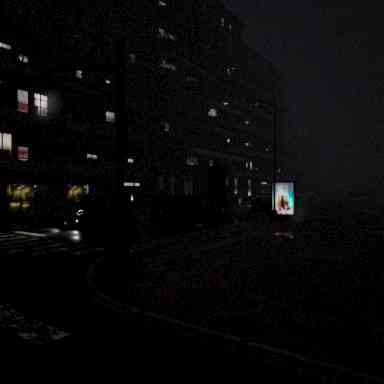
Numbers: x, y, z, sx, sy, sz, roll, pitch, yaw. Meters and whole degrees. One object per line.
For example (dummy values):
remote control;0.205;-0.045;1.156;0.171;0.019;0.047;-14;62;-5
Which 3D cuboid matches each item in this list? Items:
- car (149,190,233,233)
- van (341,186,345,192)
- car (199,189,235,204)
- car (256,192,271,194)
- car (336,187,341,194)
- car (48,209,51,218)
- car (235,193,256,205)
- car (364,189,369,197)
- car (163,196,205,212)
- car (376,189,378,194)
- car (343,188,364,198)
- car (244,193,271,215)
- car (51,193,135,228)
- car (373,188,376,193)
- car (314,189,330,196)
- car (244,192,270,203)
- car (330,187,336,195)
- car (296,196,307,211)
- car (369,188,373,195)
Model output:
car;-0.137;1.026;17.730;2.192;1.841;5.009;1;2;35
van;37.561;-0.446;86.052;1.690;1.788;3.998;2;2;35
car;1.313;0.717;29.907;2.150;2.045;5.566;0;1;35
car;9.086;0.767;40.952;1.812;1.442;4.674;0;1;35
car;34.376;-0.240;81.515;1.967;1.590;4.097;2;2;35
car;-7.032;1.009;22.492;2.192;1.841;5.009;1;2;35
car;5.707;0.828;40.659;2.008;1.369;4.403;2;2;35
car;31.721;0.098;63.142;1.967;1.590;4.097;1;2;35
car;-0.663;1.069;31.579;1.802;1.307;4.206;2;2;35
car;44.464;-0.221;81.309;2.008;1.369;4.403;1;2;35
car;28.536;0.308;58.604;1.887;1.381;4.507;1;2;35
car;6.233;1.069;26.818;1.947;1.339;4.313;1;2;35
car;-5.642;1.075;19.996;2.097;1.767;4.553;0;1;35
car;38.093;-0.012;72.227;1.887;1.381;4.507;1;2;35
car;28.004;-0.025;72.434;1.967;1.590;4.097;2;2;35
car;8.892;0.754;45.199;1.802;1.307;4.206;2;2;35
car;31.189;-0.028;76.978;1.887;1.381;4.507;2;2;35
car;9.419;0.964;31.359;1.947;1.339;4.313;1;2;35
car;34.907;0.095;67.686;1.887;1.381;4.507;1;2;35
